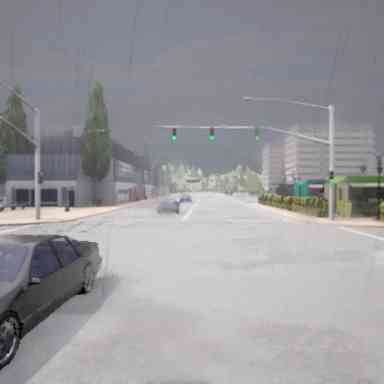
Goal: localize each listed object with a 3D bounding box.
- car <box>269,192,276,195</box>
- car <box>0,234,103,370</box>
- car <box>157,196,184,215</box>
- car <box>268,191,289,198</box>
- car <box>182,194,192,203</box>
[{"bbox_3d":[21.245,0.654,79.526,3.866,1.878,1.905,0,0,1],"label":"car"},{"bbox_3d":[-3.158,1.507,5.883,2.033,1.411,5.357,0,0,2],"label":"car"},{"bbox_3d":[-2.096,1.366,31.151,1.994,1.385,4.181,0,0,2],"label":"car"},{"bbox_3d":[21.346,0.633,82.419,4.605,1.855,1.932,0,0,1],"label":"car"},{"bbox_3d":[-1.003,1.091,57.156,1.882,1.535,5.008,0,1,2],"label":"car"}]
